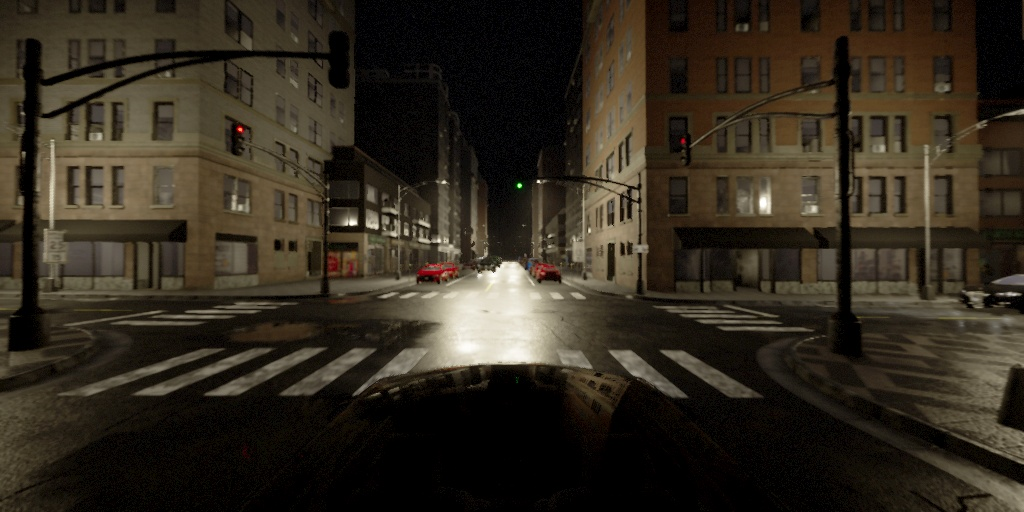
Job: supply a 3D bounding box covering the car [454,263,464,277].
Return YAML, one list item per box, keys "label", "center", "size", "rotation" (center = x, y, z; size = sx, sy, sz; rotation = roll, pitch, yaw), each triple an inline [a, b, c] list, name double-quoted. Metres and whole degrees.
- label: "car"
  center: [-5.840, 1.310, 32.418]
  size: [1.888, 1.381, 4.507]
  rotation: [0, 0, 0]

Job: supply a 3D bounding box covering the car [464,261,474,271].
- label: "car"
  center: [-5.831, 1.356, 49.437]
  size: [1.802, 1.307, 4.207]
  rotation: [0, 0, 0]

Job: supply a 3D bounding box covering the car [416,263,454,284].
- label: "car"
  center: [-5.843, 1.308, 26.745]
  size: [1.888, 1.381, 4.507]
  rotation: [0, 0, 0]

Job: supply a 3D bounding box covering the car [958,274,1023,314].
- label: "car"
  center: [20.448, 1.436, 13.888]
  size: [4.902, 1.511, 2.128]
  rotation: [0, -1, 0]

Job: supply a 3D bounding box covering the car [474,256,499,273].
- label: "car"
  center: [-2.979, 1.085, 42.605]
  size: [2.097, 1.767, 4.553]
  rotation: [0, -1, 0]

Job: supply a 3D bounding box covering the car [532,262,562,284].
- label: "car"
  center: [2.683, 1.340, 26.732]
  size: [1.802, 1.307, 4.207]
  rotation: [0, 0, 0]

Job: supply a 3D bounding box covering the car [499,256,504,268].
- label: "car"
  center: [-2.969, 1.019, 60.136]
  size: [2.150, 2.045, 5.566]
  rotation: [0, 0, 0]

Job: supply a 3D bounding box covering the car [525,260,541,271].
- label: "car"
  center: [2.689, 1.345, 38.079]
  size: [1.802, 1.307, 4.207]
  rotation: [0, 0, 0]

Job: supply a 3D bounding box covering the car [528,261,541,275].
- label: "car"
  center: [2.686, 1.342, 32.405]
  size: [1.802, 1.307, 4.207]
  rotation: [0, 0, 0]

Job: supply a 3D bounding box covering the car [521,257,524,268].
- label: "car"
  center: [2.695, 1.084, 49.425]
  size: [2.192, 1.841, 5.009]
  rotation: [0, 0, 0]

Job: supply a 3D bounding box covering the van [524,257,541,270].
- label: "van"
  center: [2.692, 1.107, 43.752]
  size: [1.690, 1.789, 3.998]
  rotation: [0, 0, 0]
